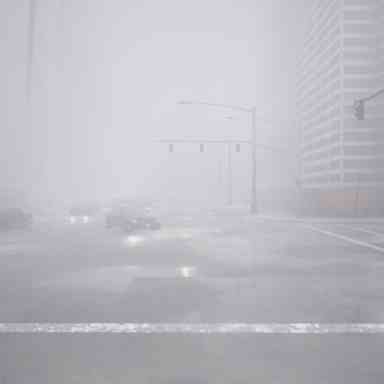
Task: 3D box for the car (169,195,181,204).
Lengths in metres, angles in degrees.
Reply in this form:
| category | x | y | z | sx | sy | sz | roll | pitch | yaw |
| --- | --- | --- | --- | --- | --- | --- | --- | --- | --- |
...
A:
| category | x | y | z | sx | sy | sz | roll | pitch | yaw |
| --- | --- | --- | --- | --- | --- | --- | --- | --- | --- |
| car | -3.425 | 1.487 | 64.189 | 2.128 | 1.511 | 4.902 | 0 | 0 | 0 |

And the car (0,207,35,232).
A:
| category | x | y | z | sx | sy | sz | roll | pitch | yaw |
| --- | --- | --- | --- | --- | --- | --- | --- | --- | --- |
| car | -10.582 | 1.546 | 18.122 | 2.033 | 1.411 | 5.357 | 0 | 0 | 0 |

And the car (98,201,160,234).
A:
| category | x | y | z | sx | sy | sz | roll | pitch | yaw |
| --- | --- | --- | --- | --- | --- | --- | --- | --- | --- |
| car | -3.694 | 1.524 | 19.687 | 1.812 | 1.442 | 4.674 | -1 | 0 | -36 |

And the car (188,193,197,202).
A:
| category | x | y | z | sx | sy | sz | roll | pitch | yaw |
| --- | --- | --- | --- | --- | --- | --- | --- | --- | --- |
| car | 0.087 | 1.180 | 74.440 | 2.097 | 1.767 | 4.553 | 0 | 0 | 0 |

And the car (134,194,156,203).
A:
| category | x | y | z | sx | sy | sz | roll | pitch | yaw |
| --- | --- | --- | --- | --- | --- | --- | --- | --- | --- |
| car | -7.031 | 1.503 | 49.871 | 1.837 | 1.490 | 4.892 | 0 | 0 | 0 |

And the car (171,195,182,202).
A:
| category | x | y | z | sx | sy | sz | roll | pitch | yaw |
| --- | --- | --- | --- | --- | --- | --- | --- | --- | --- |
| car | -3.412 | 1.350 | 74.474 | 2.128 | 1.511 | 4.902 | 0 | 0 | 0 |

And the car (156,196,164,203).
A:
| category | x | y | z | sx | sy | sz | roll | pitch | yaw |
| --- | --- | --- | --- | --- | --- | --- | --- | --- | --- |
| car | -6.919 | 1.536 | 68.778 | 1.837 | 1.490 | 4.892 | 0 | 0 | 0 |

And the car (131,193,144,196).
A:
| category | x | y | z | sx | sy | sz | roll | pitch | yaw |
| --- | --- | --- | --- | --- | --- | --- | --- | --- | --- |
| car | -10.462 | 1.219 | 64.495 | 2.150 | 2.045 | 5.566 | 0 | 0 | 1 |

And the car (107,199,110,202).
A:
| category | x | y | z | sx | sy | sz | roll | pitch | yaw |
| --- | --- | --- | --- | --- | --- | --- | --- | --- | --- |
| car | -10.544 | 1.503 | 45.836 | 1.837 | 1.490 | 4.892 | 0 | 0 | 0 |

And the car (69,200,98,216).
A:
| category | x | y | z | sx | sy | sz | roll | pitch | yaw |
| --- | --- | --- | --- | --- | --- | --- | --- | --- | --- |
| car | -10.560 | 1.545 | 33.455 | 2.033 | 1.411 | 5.357 | 0 | 0 | 0 |

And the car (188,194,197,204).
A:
| category | x | y | z | sx | sy | sz | roll | pitch | yaw |
| --- | --- | --- | --- | --- | --- | --- | --- | --- | --- |
| car | 0.075 | 1.543 | 64.185 | 2.033 | 1.411 | 5.357 | 0 | 0 | 0 |

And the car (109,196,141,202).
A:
| category | x | y | z | sx | sy | sz | roll | pitch | yaw |
| --- | --- | --- | --- | --- | --- | --- | --- | --- | --- |
| car | -7.057 | 1.502 | 35.442 | 1.837 | 1.490 | 4.892 | 0 | 0 | 0 |
